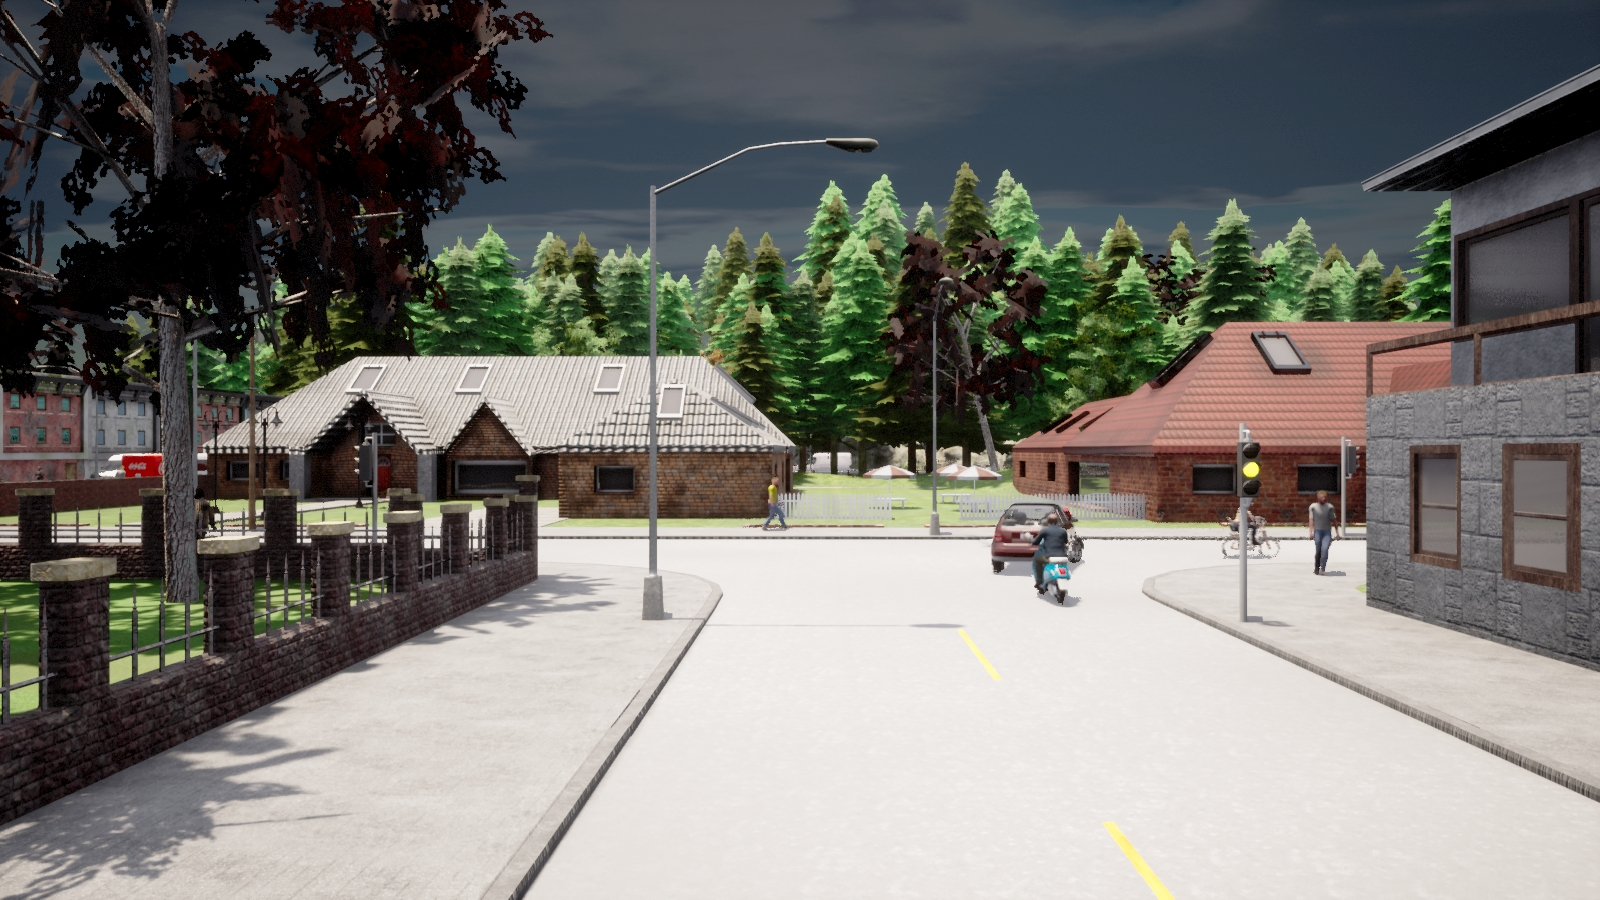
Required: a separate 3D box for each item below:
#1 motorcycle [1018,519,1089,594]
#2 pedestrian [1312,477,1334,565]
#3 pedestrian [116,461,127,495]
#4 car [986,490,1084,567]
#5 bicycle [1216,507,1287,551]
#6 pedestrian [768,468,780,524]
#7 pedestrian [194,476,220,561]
[{"bbox_3d":[4.714,1.962,21.393,0.856,1.236,1.805,0,0,-3],"label":"motorcycle"},{"bbox_3d":[11.197,1.518,24.466,0.375,1.860,0.375,0,0,18],"label":"pedestrian"},{"bbox_3d":[-37.036,1.524,62.369,0.375,1.860,0.375,0,0,0],"label":"pedestrian"},{"bbox_3d":[5.682,1.807,27.311,1.789,1.549,3.705,0,0,20],"label":"car"},{"bbox_3d":[11.640,2.036,29.519,1.487,1.080,0.859,0,0,0],"label":"bicycle"},{"bbox_3d":[-0.860,1.524,37.934,0.375,1.860,0.375,0,0,2],"label":"pedestrian"},{"bbox_3d":[-13.174,1.523,25.385,0.375,1.860,0.375,0,0,4],"label":"pedestrian"}]
